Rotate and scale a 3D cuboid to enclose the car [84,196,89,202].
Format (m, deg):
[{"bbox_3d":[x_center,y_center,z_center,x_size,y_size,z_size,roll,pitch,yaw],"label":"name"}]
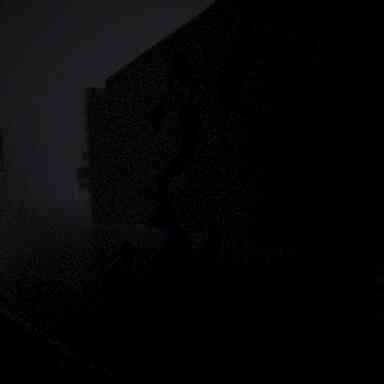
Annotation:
[{"bbox_3d":[-22.024,1.603,71.657,1.812,1.442,4.674,-5,-2,22],"label":"car"}]

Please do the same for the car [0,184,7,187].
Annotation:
[{"bbox_3d":[-45.509,-1.589,75.588,2.185,1.767,4.553,-5,-3,17],"label":"car"}]

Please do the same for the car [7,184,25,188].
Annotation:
[{"bbox_3d":[-43.919,-1.252,81.083,2.163,1.488,4.792,-4,-3,16],"label":"car"}]
